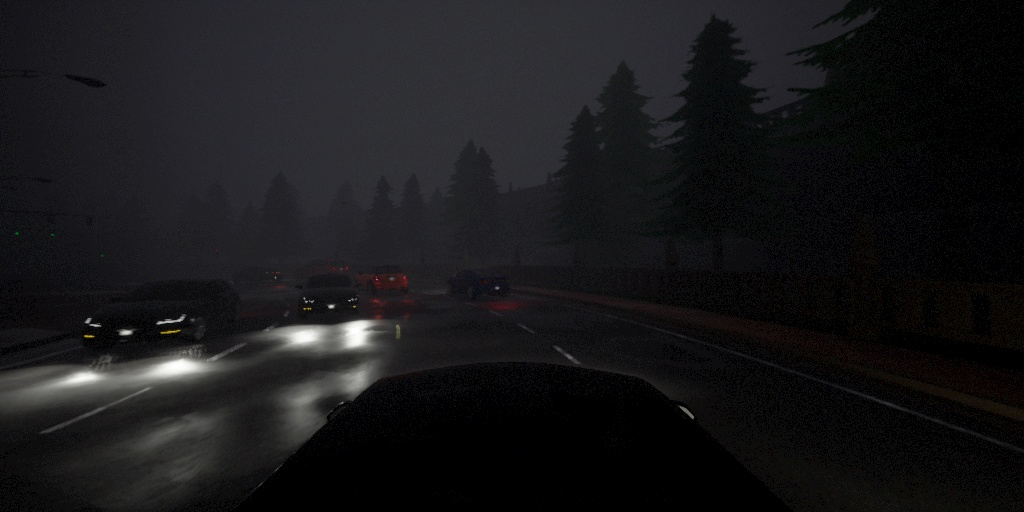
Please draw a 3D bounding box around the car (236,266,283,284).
[{"bbox_3d":[-22.471,1.620,31.638,4.892,1.490,1.837,0,-1,23],"label":"car"}]

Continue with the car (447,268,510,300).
[{"bbox_3d":[-1.943,1.394,19.173,1.882,1.535,5.008,0,-1,-30],"label":"car"}]

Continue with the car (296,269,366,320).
[{"bbox_3d":[-6.908,1.391,13.578,1.837,1.490,4.892,1,-1,-28],"label":"car"}]

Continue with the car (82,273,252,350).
[{"bbox_3d":[-8.920,1.364,9.663,1.837,1.490,4.892,1,-1,-23],"label":"car"}]

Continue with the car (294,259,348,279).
[{"bbox_3d":[-17.828,1.334,33.510,5.566,2.045,2.150,0,-1,26],"label":"car"}]

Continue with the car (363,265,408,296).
[{"bbox_3d":[-8.034,1.316,21.656,2.097,1.767,4.553,0,-1,-39],"label":"car"}]
